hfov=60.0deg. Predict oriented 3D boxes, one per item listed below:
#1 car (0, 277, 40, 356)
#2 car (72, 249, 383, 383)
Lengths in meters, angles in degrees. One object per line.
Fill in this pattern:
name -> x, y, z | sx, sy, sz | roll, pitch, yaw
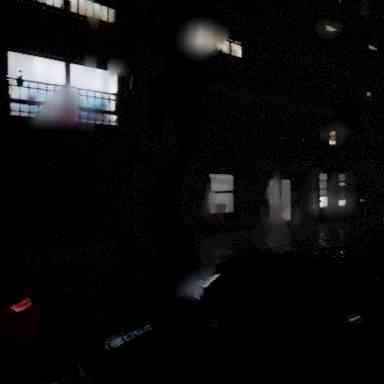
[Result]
car -> -3.992, 1.589, 3.676 | 4.206, 1.307, 1.802 | 0, -1, -36
car -> 1.002, 1.516, 4.074 | 4.674, 1.442, 1.812 | 0, 0, -36
